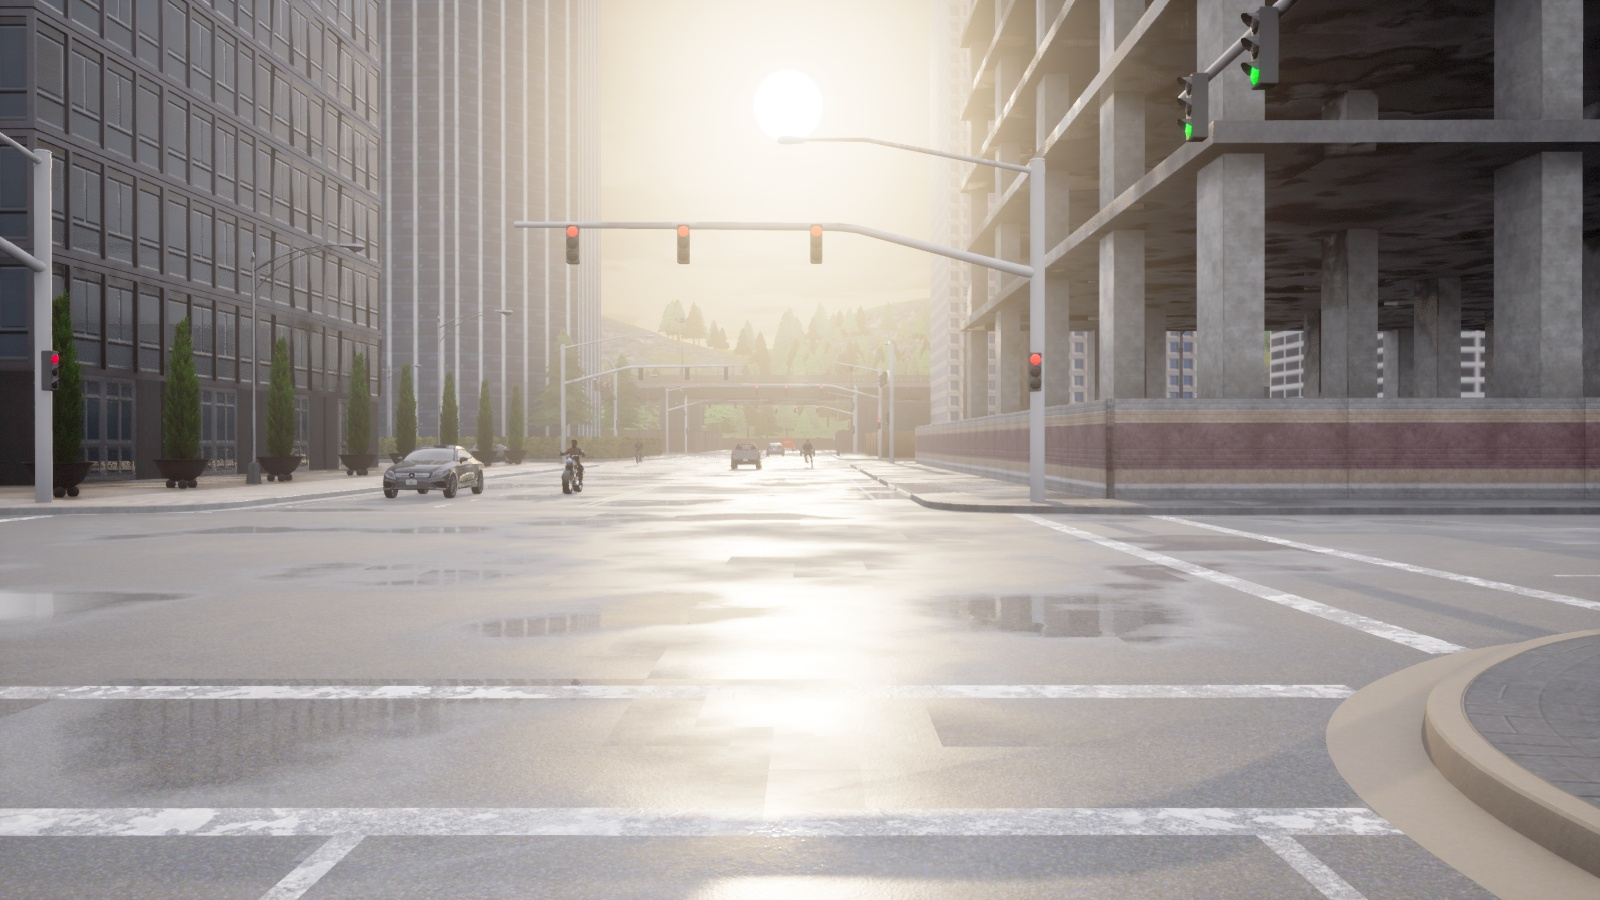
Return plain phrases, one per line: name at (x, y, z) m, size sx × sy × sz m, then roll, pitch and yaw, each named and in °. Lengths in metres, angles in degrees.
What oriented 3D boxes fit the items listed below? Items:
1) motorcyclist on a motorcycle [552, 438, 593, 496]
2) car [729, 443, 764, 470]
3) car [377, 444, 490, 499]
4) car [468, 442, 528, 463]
motorcyclist on a motorcycle at (-6.765, 0.480, 37.403) m, size 0.766 × 1.649 × 2.350 m, roll 0°, pitch 0°, yaw 0°
car at (-3.061, 0.351, 72.112) m, size 1.845 × 1.501 × 3.633 m, roll 0°, pitch 0°, yaw 0°
car at (-10.276, 0.563, 35.566) m, size 1.812 × 1.442 × 4.674 m, roll 0°, pitch 0°, yaw 0°
car at (-21.398, 0.192, 89.042) m, size 3.806 × 1.475 × 1.970 m, roll 0°, pitch 0°, yaw 0°
